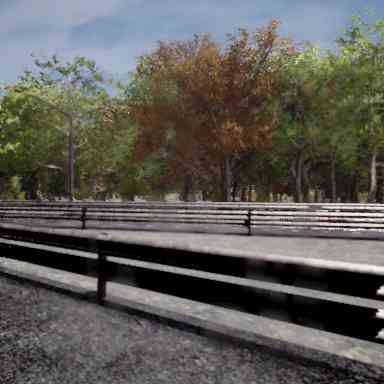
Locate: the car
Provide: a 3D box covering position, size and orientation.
[{"bbox_3d":[7.610,1.628,21.255,4.181,1.385,1.994,0,0,17],"label":"car"}]
